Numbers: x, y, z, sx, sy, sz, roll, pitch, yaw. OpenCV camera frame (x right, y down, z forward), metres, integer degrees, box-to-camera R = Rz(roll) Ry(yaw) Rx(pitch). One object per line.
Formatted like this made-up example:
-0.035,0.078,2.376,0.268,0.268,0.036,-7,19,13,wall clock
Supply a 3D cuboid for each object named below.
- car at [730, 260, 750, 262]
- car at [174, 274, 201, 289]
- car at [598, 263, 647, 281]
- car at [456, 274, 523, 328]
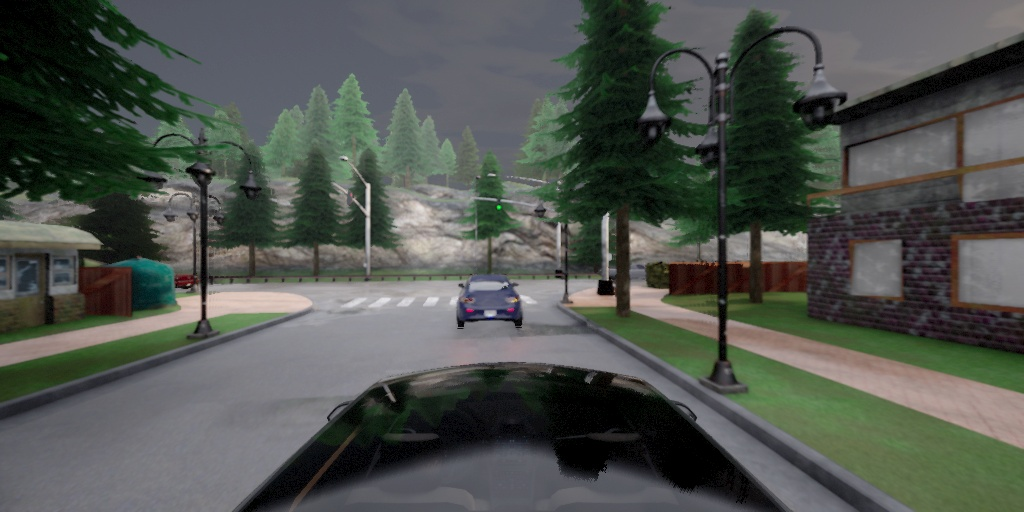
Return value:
18.188,1.062,28.458,4.902,1.511,2.128,0,0,-8,car
-19.872,1.263,19.353,4.718,1.301,1.895,0,0,-8,car
9.009,1.194,27.164,4.718,1.301,1.895,0,0,-8,car
-0.738,1.287,11.353,1.812,1.442,4.674,0,0,-5,car
